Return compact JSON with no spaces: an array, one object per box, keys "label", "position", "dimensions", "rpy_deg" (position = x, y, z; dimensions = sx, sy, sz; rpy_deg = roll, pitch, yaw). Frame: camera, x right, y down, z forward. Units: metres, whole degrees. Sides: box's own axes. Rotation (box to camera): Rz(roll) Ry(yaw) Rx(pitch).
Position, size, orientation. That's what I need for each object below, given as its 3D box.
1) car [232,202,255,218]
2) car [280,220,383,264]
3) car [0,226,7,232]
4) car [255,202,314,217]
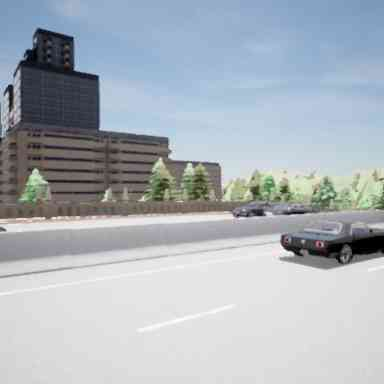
[{"label":"car","position":[5.747,1.639,29.573],"dimensions":[4.892,1.490,1.837],"rpy_deg":[2,-1,-35]},{"label":"car","position":[5.395,1.639,11.891],"dimensions":[4.718,1.301,1.895],"rpy_deg":[0,0,-35]},{"label":"car","position":[-8.822,1.545,10.598],"dimensions":[5.357,1.411,2.033],"rpy_deg":[0,0,-35]},{"label":"car","position":[7.778,1.627,26.726],"dimensions":[4.902,1.511,2.128],"rpy_deg":[2,-1,-35]}]
